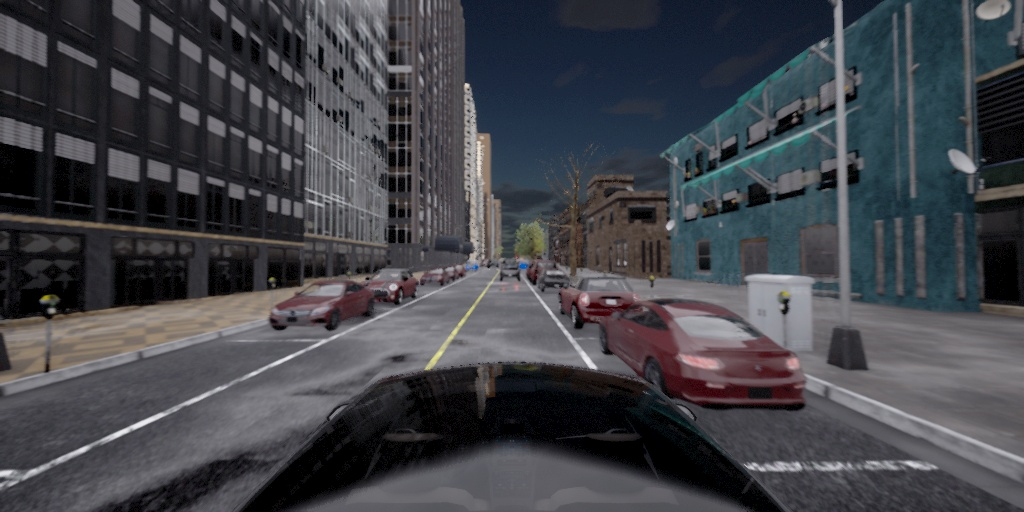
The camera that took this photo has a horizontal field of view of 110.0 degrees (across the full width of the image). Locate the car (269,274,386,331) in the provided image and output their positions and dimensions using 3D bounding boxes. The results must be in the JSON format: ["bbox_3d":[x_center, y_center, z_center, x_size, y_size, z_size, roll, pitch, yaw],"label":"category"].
[{"bbox_3d":[-5.754,1.437,11.436,1.802,1.307,4.207,0,0,-1],"label":"car"}]

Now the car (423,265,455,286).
[{"bbox_3d":[-5.910,1.568,28.073,1.802,1.307,4.207,0,0,-1],"label":"car"}]

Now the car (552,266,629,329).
[{"bbox_3d":[2.626,1.259,11.515,1.967,1.591,4.097,0,0,-1],"label":"car"}]

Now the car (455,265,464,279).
[{"bbox_3d":[-5.961,1.609,33.622,1.802,1.307,4.207,0,0,-1],"label":"car"}]

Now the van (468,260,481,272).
[{"bbox_3d":[-6.169,1.521,55.807,1.690,1.789,3.998,0,0,-1],"label":"van"}]

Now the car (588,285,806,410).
[{"bbox_3d":[2.678,1.356,5.967,1.802,1.307,4.207,0,0,-1],"label":"car"}]

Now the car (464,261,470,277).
[{"bbox_3d":[-6.013,1.612,39.168,1.888,1.381,4.507,0,0,-1],"label":"car"}]

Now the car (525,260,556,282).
[{"bbox_3d":[2.471,1.265,28.152,2.192,1.841,5.009,0,0,-1],"label":"car"}]

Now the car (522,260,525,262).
[{"bbox_3d":[2.419,1.306,33.701,2.192,1.841,5.009,0,0,-1],"label":"car"}]

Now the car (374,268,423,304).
[{"bbox_3d":[-5.805,1.340,16.982,1.967,1.591,4.097,0,0,-1],"label":"car"}]

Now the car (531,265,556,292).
[{"bbox_3d":[2.523,1.458,22.607,2.007,1.370,4.403,0,0,-1],"label":"car"}]

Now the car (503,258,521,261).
[{"bbox_3d":[-0.297,1.317,46.606,2.150,2.045,5.566,0,0,-1],"label":"car"}]

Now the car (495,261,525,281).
[{"bbox_3d":[-0.177,1.493,33.689,2.128,1.511,4.902,0,-1,0],"label":"car"}]
